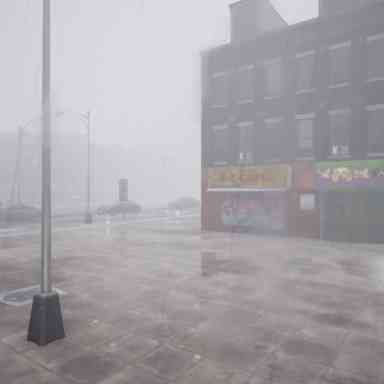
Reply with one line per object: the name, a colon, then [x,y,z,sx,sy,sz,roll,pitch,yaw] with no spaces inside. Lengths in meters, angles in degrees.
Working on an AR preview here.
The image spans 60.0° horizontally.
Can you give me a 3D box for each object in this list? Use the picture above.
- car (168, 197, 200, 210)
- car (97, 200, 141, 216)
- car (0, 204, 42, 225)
car: [-0.924,1.382,40.217,1.837,1.490,4.892,0,0,36]
car: [-6.881,1.439,31.801,1.812,1.442,4.674,0,0,35]
car: [-12.753,1.515,23.489,1.994,1.385,4.181,0,0,36]
